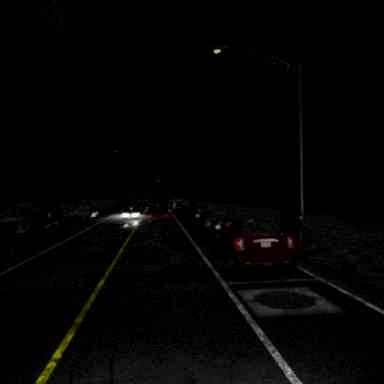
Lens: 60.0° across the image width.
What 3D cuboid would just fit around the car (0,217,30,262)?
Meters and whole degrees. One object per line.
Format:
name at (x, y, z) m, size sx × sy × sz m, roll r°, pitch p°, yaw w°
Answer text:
car at (-6.721, 1.672, 9.839) m, size 1.947 × 1.339 × 4.313 m, roll -1°, pitch 0°, yaw -6°

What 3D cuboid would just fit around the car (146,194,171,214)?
car at (-3.768, 1.441, 36.968) m, size 2.097 × 1.767 × 4.553 m, roll -1°, pitch 0°, yaw -6°

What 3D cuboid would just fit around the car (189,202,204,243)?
car at (1.185, 1.436, 16.127) m, size 1.967 × 1.590 × 4.097 m, roll -1°, pitch 0°, yaw -6°

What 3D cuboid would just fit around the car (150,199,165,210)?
car at (-4.869, 1.682, 47.228) m, size 1.994 × 1.385 × 4.181 m, roll -1°, pitch 0°, yaw -6°

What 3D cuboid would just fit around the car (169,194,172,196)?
car at (-2.803, 1.538, 53.892) m, size 1.967 × 1.590 × 4.097 m, roll -1°, pitch 0°, yaw -6°

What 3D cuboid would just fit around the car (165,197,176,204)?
car at (-4.509, 1.701, 70.077) m, size 2.008 × 1.369 × 4.403 m, roll -1°, pitch 0°, yaw -6°

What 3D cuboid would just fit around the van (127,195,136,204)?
van at (-13.562, 1.632, 74.592) m, size 1.690 × 1.788 × 3.998 m, roll -1°, pitch 0°, yaw -6°

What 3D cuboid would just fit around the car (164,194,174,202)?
car at (-5.653, 1.501, 80.867) m, size 2.192 × 1.841 × 5.009 m, roll -1°, pitch 0°, yaw -6°

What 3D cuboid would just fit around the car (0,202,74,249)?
car at (-7.295, 1.434, 15.236) m, size 2.192 × 1.841 × 5.009 m, roll -1°, pitch 0°, yaw -6°

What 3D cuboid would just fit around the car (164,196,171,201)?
car at (-6.787, 1.785, 91.658) m, size 1.947 × 1.339 × 4.313 m, roll -1°, pitch 0°, yaw -6°

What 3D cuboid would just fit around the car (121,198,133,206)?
car at (-12.419, 1.800, 63.799) m, size 1.887 × 1.381 × 4.507 m, roll -1°, pitch 0°, yaw -6°

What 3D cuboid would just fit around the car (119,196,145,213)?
car at (-7.159, 1.634, 40.316) m, size 2.128 × 1.511 × 4.902 m, roll -1°, pitch 0°, yaw -6°

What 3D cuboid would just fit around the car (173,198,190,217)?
car at (-0.522, 1.581, 32.312) m, size 1.887 × 1.381 × 4.507 m, roll -1°, pitch 0°, yaw -6°

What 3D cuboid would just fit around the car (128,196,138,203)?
car at (-14.130, 1.748, 79.988) m, size 1.967 × 1.590 × 4.097 m, roll -1°, pitch 0°, yaw -6°

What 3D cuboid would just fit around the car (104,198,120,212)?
car at (-10.139, 1.770, 42.216) m, size 1.802 × 1.307 × 4.206 m, roll -1°, pitch 0°, yaw -6°

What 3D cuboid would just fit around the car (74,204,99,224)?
car at (-8.413, 1.670, 25.858) m, size 1.752 × 1.417 × 4.829 m, roll -1°, pitch 0°, yaw -6°

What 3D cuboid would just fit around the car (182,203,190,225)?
car at (0.618, 1.591, 21.522) m, size 1.802 × 1.307 × 4.206 m, roll -1°, pitch 0°, yaw -6°

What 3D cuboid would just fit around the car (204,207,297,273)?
car at (1.755, 1.424, 10.732) m, size 1.967 × 1.590 × 4.097 m, roll -1°, pitch 0°, yaw -6°

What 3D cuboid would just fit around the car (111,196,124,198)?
car at (-10.714, 1.519, 47.612) m, size 2.192 × 1.841 × 5.009 m, roll -1°, pitch 0°, yaw -6°

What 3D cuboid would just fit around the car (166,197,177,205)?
car at (-3.941, 1.678, 64.682) m, size 1.887 × 1.381 × 4.507 m, roll -1°, pitch 0°, yaw -6°

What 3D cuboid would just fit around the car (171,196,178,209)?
car at (-1.680, 1.592, 43.271) m, size 1.752 × 1.417 × 4.829 m, roll -1°, pitch 0°, yaw -6°

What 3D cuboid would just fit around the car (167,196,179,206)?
car at (-3.373, 1.555, 59.287) m, size 1.967 × 1.590 × 4.097 m, roll -1°, pitch 0°, yaw -6°

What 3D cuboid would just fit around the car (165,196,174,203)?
car at (-5.097, 1.694, 75.641) m, size 1.752 × 1.417 × 4.829 m, roll -1°, pitch 0°, yaw -6°
